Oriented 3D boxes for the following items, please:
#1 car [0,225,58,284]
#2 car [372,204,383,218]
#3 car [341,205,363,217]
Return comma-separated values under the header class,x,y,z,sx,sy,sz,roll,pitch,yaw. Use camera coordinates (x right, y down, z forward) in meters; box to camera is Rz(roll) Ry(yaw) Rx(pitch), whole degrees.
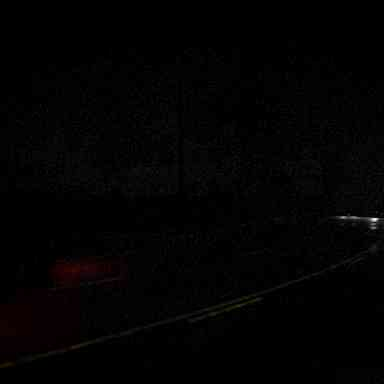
class,x,y,z,sx,sy,sz,roll,pitch,yaw
car,-6.062,1.553,8.349,5.008,1.535,1.882,1,-1,-37
car,21.850,2.153,37.805,1.837,1.490,4.892,-1,-1,35
car,19.714,2.249,40.885,2.033,1.411,5.357,-1,-1,35
